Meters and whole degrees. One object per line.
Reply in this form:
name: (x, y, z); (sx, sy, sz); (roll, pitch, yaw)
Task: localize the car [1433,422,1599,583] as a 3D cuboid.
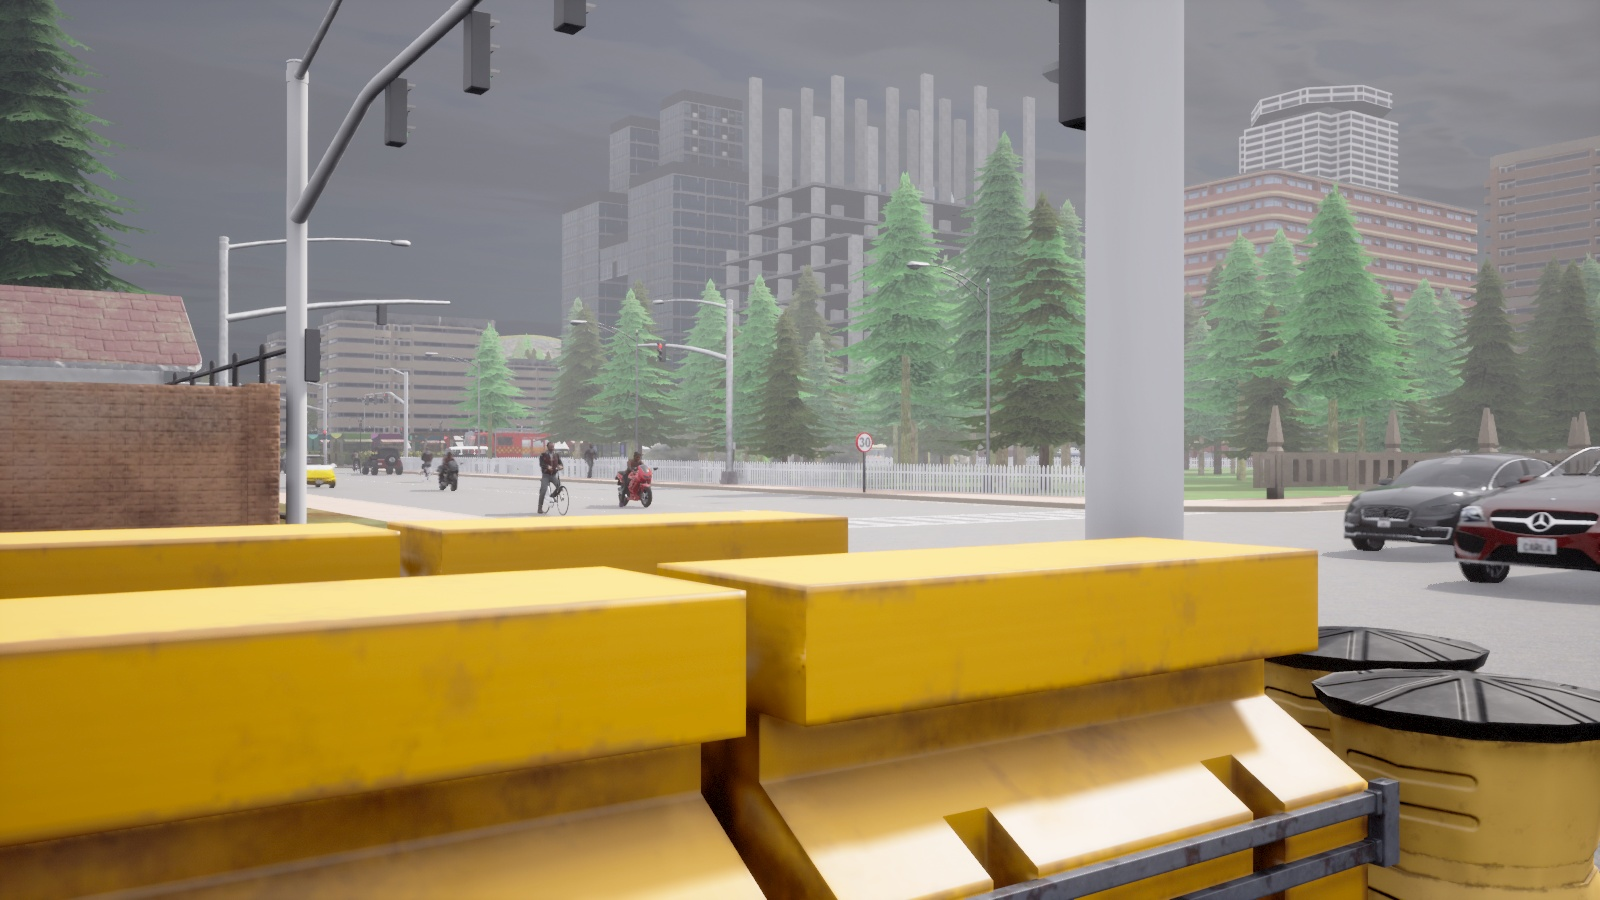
car: (9.859, 0.539, 14.791); (5.027, 1.651, 2.152); (0, 0, -35)

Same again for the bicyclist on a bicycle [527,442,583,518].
bicyclist on a bicycle: (-5.881, 0.701, 30.030); (0.659, 1.776, 1.843); (0, 0, -33)

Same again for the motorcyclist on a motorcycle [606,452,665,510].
motorcyclist on a motorcycle: (-4.504, 0.820, 34.329); (0.797, 1.523, 2.044); (0, 0, -33)

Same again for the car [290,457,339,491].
car: (-20.008, 0.969, 51.717); (1.481, 1.376, 2.207); (0, 0, -33)

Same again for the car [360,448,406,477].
car: (-27.282, 0.799, 82.118); (1.905, 1.878, 3.866); (0, 0, -33)

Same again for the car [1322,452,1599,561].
car: (10.315, 0.775, 19.374); (4.892, 1.490, 1.837); (0, 0, -35)

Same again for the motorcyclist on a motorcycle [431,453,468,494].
motorcyclist on a motorcycle: (-13.405, 0.873, 47.994); (0.797, 1.523, 2.044); (0, 0, -33)

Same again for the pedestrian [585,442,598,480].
pedestrian: (-10.656, 0.583, 64.156); (0.402, 1.930, 0.666); (0, 0, -35)
